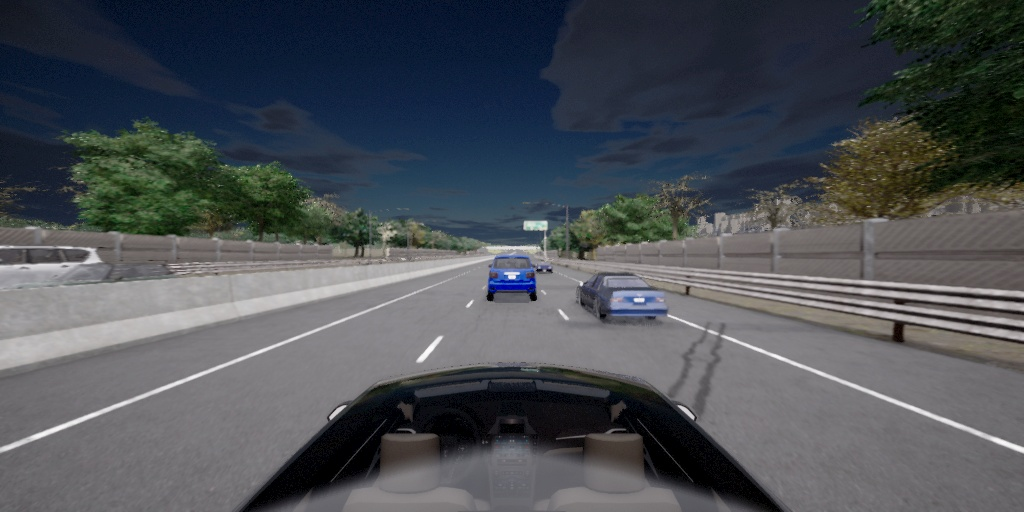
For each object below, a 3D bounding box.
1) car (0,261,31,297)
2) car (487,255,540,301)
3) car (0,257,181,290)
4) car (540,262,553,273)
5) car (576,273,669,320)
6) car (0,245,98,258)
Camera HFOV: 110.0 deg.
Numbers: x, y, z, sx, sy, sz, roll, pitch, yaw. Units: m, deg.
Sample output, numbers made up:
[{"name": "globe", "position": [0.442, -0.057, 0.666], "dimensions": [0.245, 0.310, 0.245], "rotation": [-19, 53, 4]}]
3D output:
[{"name": "car", "position": [-21.003, 0.903, 12.229], "dimensions": [2.033, 1.411, 5.357], "rotation": [0, 0, 0]}, {"name": "car", "position": [-0.001, 0.967, 17.609], "dimensions": [2.150, 2.045, 5.566], "rotation": [0, 0, 0]}, {"name": "car", "position": [-14.003, 1.022, 12.263], "dimensions": [2.097, 1.767, 4.553], "rotation": [0, 0, 0]}, {"name": "car", "position": [3.594, 1.296, 41.903], "dimensions": [1.895, 1.301, 4.718], "rotation": [0, 0, 0]}, {"name": "car", "position": [3.598, 1.295, 12.640], "dimensions": [2.033, 1.411, 5.357], "rotation": [0, 0, 0]}, {"name": "car", "position": [-17.503, 0.628, 12.200], "dimensions": [2.150, 2.045, 5.566], "rotation": [0, 0, 0]}]
